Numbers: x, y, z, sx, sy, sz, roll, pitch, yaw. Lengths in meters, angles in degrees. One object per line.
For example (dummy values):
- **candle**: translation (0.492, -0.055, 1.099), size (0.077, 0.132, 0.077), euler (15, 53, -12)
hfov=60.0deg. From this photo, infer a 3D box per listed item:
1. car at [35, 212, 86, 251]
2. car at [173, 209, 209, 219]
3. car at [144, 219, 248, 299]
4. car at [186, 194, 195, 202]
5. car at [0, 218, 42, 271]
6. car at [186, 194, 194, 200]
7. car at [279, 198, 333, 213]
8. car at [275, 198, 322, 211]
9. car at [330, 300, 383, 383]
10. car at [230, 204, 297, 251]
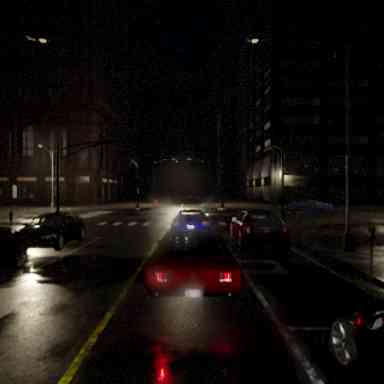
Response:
- **car**: translation (-5.815, 1.559, 14.011), size (2.008, 1.369, 4.403), euler (0, 0, 0)
- **car**: translation (-0.060, 1.574, 17.168), size (1.994, 1.385, 4.181), euler (0, 0, 0)
- **car**: translation (0.033, 1.605, 8.413), size (1.895, 1.301, 4.718), euler (0, 0, 0)
- **car**: translation (-0.387, 1.451, 82.315), size (2.097, 1.767, 4.553), euler (0, 0, 0)
- **car**: translation (-5.794, 1.570, 8.374), size (1.947, 1.339, 4.313), euler (0, 0, 0)
- **car**: translation (-0.464, 1.335, 92.324), size (2.097, 1.767, 4.553), euler (0, 0, 0)
- **car**: translation (12.200, 1.528, 35.662), size (5.357, 1.411, 2.033), euler (0, 0, -1)
- **car**: translation (12.444, 1.471, 38.933), size (4.892, 1.490, 1.837), euler (0, 0, 0)
- **car**: translation (2.751, 1.567, 2.771), size (1.947, 1.339, 4.313), euler (0, 0, 0)
- **car**: translation (2.710, 1.448, 14.043), size (1.967, 1.590, 4.097), euler (0, 0, 0)
